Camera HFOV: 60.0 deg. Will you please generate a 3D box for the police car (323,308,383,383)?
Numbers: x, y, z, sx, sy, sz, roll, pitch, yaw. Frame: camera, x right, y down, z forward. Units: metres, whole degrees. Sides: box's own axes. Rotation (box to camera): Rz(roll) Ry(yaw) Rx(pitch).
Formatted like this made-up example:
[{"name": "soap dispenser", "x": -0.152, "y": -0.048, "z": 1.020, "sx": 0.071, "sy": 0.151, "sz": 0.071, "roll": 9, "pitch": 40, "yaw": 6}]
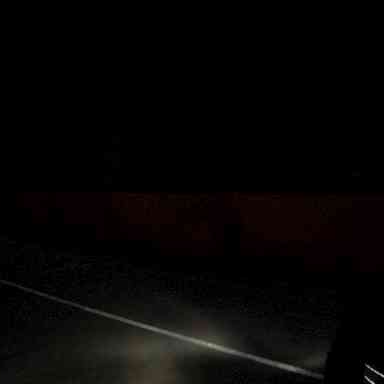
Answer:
[{"name": "police car", "x": 3.844, "y": 1.602, "z": 2.522, "sx": 5.238, "sy": 1.638, "sz": 1.930, "roll": 1, "pitch": -2, "yaw": 29}]
